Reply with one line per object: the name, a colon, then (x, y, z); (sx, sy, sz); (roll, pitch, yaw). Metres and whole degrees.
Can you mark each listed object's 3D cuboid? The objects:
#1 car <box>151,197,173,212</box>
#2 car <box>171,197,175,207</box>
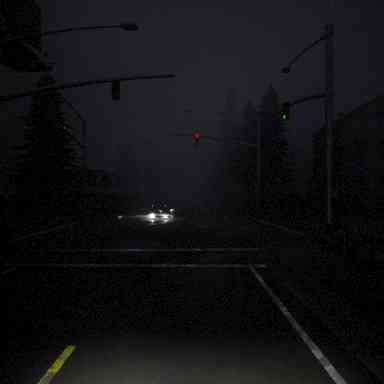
car: (-3.579, 1.601, 38.185); (1.895, 1.301, 4.718); (0, 0, 0)
car: (-3.557, 1.505, 48.310); (1.837, 1.490, 4.892); (0, 0, 0)
